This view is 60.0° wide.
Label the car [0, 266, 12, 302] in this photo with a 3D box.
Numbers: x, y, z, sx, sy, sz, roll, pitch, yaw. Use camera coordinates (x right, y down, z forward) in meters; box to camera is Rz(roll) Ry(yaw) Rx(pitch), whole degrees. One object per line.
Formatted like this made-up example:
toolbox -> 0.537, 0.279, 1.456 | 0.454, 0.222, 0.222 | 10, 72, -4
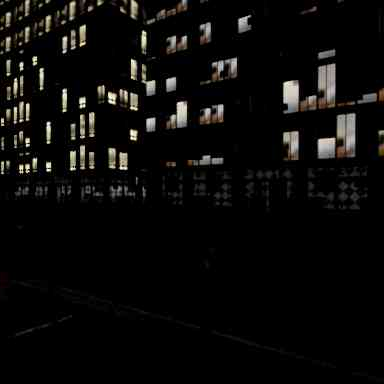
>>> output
car -> -5.554, 1.526, 6.846 | 4.829, 1.417, 1.752 | 0, 0, 36
